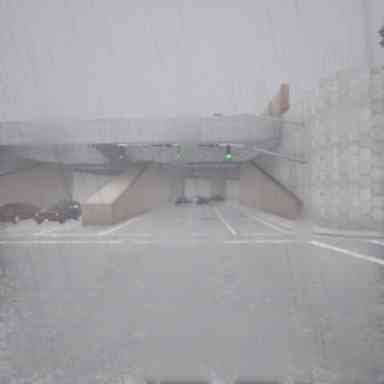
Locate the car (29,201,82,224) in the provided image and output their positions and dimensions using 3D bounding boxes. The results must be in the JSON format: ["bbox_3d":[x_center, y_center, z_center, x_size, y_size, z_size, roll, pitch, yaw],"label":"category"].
[{"bbox_3d":[-9.964,1.624,25.106,1.895,1.301,4.718,-1,0,1],"label":"car"}]

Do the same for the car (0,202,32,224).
[{"bbox_3d":[-13.454,1.535,25.603,1.882,1.535,5.008,-1,0,1],"label":"car"}]

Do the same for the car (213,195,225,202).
[{"bbox_3d":[4.924,1.306,66.079,1.812,1.442,4.674,0,0,31],"label":"car"}]

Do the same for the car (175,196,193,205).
[{"bbox_3d":[-1.630,1.416,55.907,2.033,1.411,5.357,-1,0,8],"label":"car"}]

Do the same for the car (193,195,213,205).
[{"bbox_3d":[1.920,1.380,56.231,2.033,1.411,5.357,-1,0,7],"label":"car"}]

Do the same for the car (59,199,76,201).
[{"bbox_3d":[-13.222,1.525,34.993,2.128,1.511,4.902,-1,0,1],"label":"car"}]
